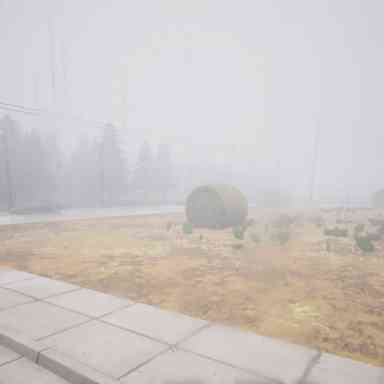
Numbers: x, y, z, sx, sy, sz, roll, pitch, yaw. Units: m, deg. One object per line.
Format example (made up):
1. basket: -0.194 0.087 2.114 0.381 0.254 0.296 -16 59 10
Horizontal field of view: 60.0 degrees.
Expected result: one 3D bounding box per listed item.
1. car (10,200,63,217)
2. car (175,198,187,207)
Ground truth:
1. car: -14.914 1.518 32.170 2.128 1.511 4.902 0 0 37
2. car: -0.683 1.591 51.296 1.994 1.385 4.181 0 0 37
